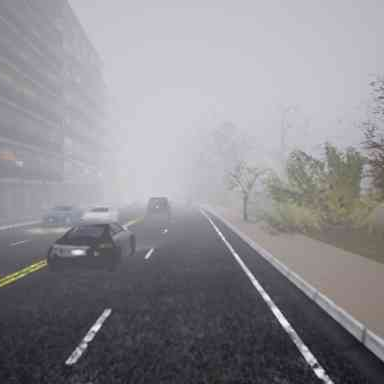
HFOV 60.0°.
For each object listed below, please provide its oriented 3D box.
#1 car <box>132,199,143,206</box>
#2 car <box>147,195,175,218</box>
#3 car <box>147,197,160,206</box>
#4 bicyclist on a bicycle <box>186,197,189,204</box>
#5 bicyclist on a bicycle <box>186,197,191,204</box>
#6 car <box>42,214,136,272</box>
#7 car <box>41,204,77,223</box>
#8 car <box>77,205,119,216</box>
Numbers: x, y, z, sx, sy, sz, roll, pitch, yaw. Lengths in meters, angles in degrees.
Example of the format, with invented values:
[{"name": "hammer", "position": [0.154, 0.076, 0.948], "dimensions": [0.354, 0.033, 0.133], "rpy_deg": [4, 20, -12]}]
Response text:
[{"name": "car", "position": [-10.879, 2.114, 66.722], "dimensions": [2.033, 1.411, 5.357], "rpy_deg": [0, 0, -3]}, {"name": "car", "position": [-3.194, 1.507, 33.244], "dimensions": [2.150, 2.045, 5.566], "rpy_deg": [0, 0, 0]}, {"name": "car", "position": [-7.607, 1.919, 66.181], "dimensions": [2.097, 1.767, 4.553], "rpy_deg": [0, 0, -3]}, {"name": "bicyclist on a bicycle", "position": [-1.075, 2.126, 79.847], "dimensions": [0.582, 1.620, 1.656], "rpy_deg": [0, -1, -4]}, {"name": "bicyclist on a bicycle", "position": [-0.453, 2.053, 70.794], "dimensions": [0.582, 1.620, 1.656], "rpy_deg": [0, -1, -4]}, {"name": "car", "position": [-3.159, 1.659, 11.212], "dimensions": [1.994, 1.385, 4.181], "rpy_deg": [0, 0, 0]}, {"name": "car", "position": [-9.862, 1.698, 25.727], "dimensions": [1.882, 1.535, 5.008], "rpy_deg": [0, -1, 0]}, {"name": "car", "position": [-6.621, 1.736, 24.550], "dimensions": [1.812, 1.442, 4.674], "rpy_deg": [0, -1, 0]}]
